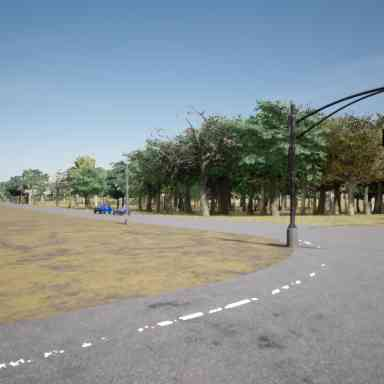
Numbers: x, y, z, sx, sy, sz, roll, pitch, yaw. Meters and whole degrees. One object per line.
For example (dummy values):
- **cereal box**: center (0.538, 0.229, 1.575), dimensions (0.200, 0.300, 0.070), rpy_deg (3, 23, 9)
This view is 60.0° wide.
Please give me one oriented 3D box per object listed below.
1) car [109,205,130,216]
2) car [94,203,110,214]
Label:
- **car**: center (-12.093, 3.272, 56.974), dimensions (1.812, 1.442, 4.674), rpy_deg (1, -2, -33)
- **car**: center (-17.590, 3.259, 65.381), dimensions (2.150, 2.045, 5.566), rpy_deg (1, -2, -33)
